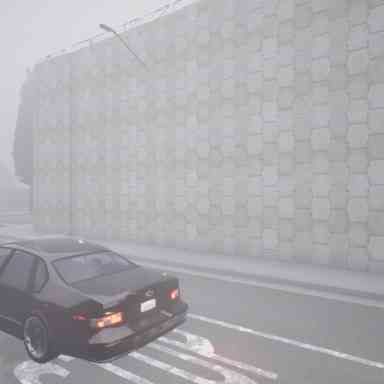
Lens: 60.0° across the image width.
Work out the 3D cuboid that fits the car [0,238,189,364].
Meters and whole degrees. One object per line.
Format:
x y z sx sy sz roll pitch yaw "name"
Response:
-2.628 1.547 5.852 5.357 1.411 2.033 0 0 35 "car"
